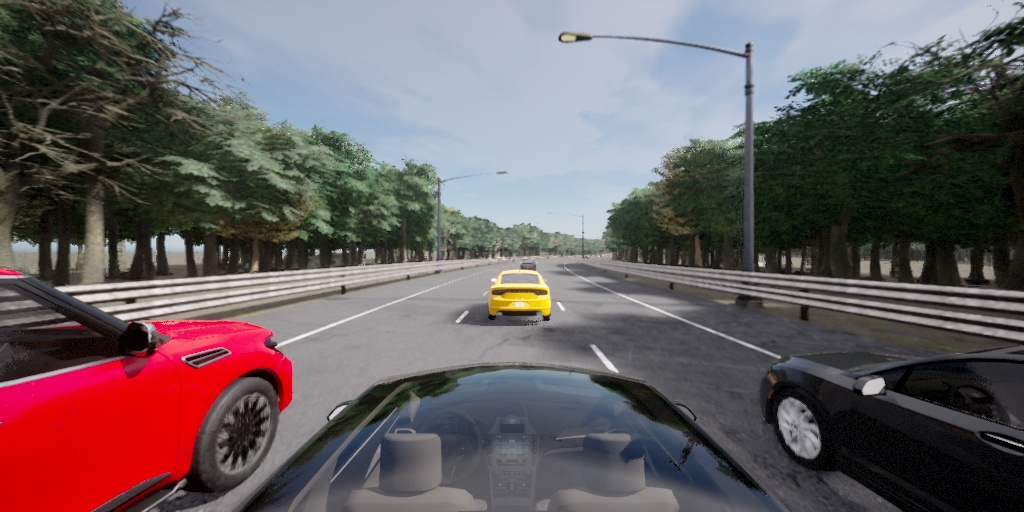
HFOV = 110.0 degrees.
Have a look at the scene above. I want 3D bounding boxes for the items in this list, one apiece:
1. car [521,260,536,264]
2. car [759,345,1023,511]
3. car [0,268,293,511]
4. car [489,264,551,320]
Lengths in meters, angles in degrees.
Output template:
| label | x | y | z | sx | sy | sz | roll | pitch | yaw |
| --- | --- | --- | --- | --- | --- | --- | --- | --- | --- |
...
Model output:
| label | x | y | z | sx | sy | sz | roll | pitch | yaw |
| --- | --- | --- | --- | --- | --- | --- | --- | --- | --- |
| car | 2.039 | 1.172 | 44.094 | 2.128 | 1.511 | 4.902 | 0 | 0 | 5 |
| car | 3.628 | 1.258 | 1.949 | 1.837 | 1.490 | 4.892 | 0 | 0 | 0 |
| car | -3.382 | 0.969 | 1.393 | 2.150 | 2.045 | 5.566 | 0 | 0 | 0 |
| car | 0.272 | 1.224 | 12.673 | 1.882 | 1.535 | 5.008 | 0 | 0 | 1 |
